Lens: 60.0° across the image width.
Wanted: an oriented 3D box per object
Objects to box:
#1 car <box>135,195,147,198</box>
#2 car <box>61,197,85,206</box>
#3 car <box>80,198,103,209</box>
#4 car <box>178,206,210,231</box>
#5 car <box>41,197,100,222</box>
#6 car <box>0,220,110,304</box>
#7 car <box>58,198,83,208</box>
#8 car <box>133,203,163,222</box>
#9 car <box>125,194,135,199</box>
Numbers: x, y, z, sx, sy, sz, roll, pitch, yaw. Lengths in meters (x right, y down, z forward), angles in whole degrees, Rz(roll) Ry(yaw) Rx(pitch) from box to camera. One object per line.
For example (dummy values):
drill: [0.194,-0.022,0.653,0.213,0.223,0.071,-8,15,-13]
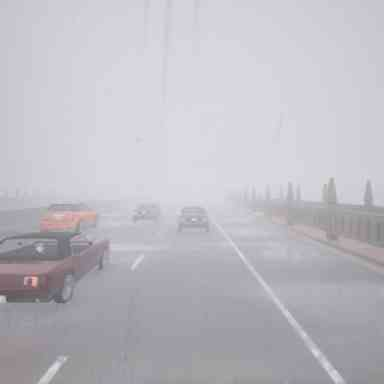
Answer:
car: [-12.800,1.495,87.252,1.837,1.490,4.892,0,0,2]
car: [-20.671,1.551,57.863,2.033,1.411,5.357,0,0,2]
car: [-13.981,1.567,46.508,1.994,1.385,4.181,0,0,1]
car: [0.099,1.548,20.526,2.033,1.411,5.357,0,0,0]
car: [-6.900,1.353,19.294,2.097,1.767,4.553,0,0,0]
car: [-3.400,1.601,8.079,1.895,1.301,4.718,0,0,0]
car: [-17.453,1.567,47.955,1.994,1.385,4.181,0,0,1]
car: [-3.400,1.549,26.116,2.033,1.411,5.357,0,0,0]
car: [-16.274,1.346,88.216,2.097,1.767,4.553,0,0,2]
